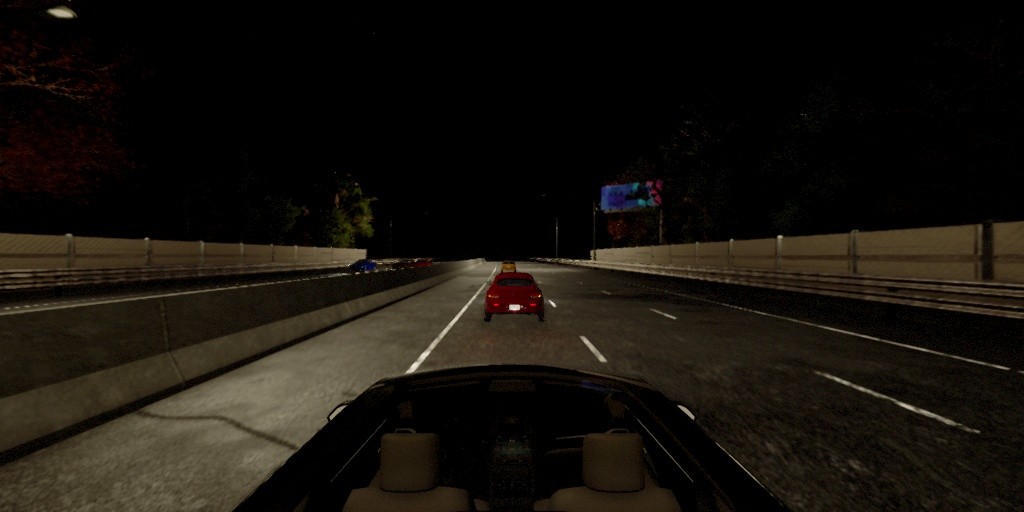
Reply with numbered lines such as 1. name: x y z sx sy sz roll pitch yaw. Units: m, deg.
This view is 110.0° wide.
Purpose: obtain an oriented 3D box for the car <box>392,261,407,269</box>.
1. car: -14.715 1.309 48.665 1.994 1.385 4.181 0 0 -1

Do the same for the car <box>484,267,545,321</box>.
1. car: 0.070 1.275 12.348 1.812 1.442 4.674 0 0 0

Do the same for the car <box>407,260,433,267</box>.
1. car: -11.126 1.223 44.724 1.882 1.535 5.008 0 0 -1

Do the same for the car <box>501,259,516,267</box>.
1. car: -0.418 1.199 43.905 1.801 1.575 5.366 0 0 -1

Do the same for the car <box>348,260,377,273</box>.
1. car: -18.103 1.225 43.620 1.882 1.535 5.008 0 0 -1
